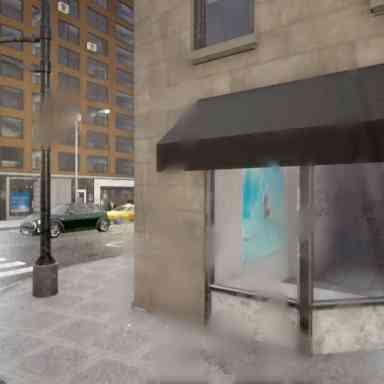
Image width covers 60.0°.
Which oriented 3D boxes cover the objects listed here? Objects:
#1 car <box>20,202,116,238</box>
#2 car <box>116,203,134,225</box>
[{"bbox_3d":[-6.674,1.365,17.848,2.097,1.767,4.553,0,0,36],"label":"car"},{"bbox_3d":[-4.871,1.547,24.673,1.752,1.417,4.829,0,0,36],"label":"car"}]
